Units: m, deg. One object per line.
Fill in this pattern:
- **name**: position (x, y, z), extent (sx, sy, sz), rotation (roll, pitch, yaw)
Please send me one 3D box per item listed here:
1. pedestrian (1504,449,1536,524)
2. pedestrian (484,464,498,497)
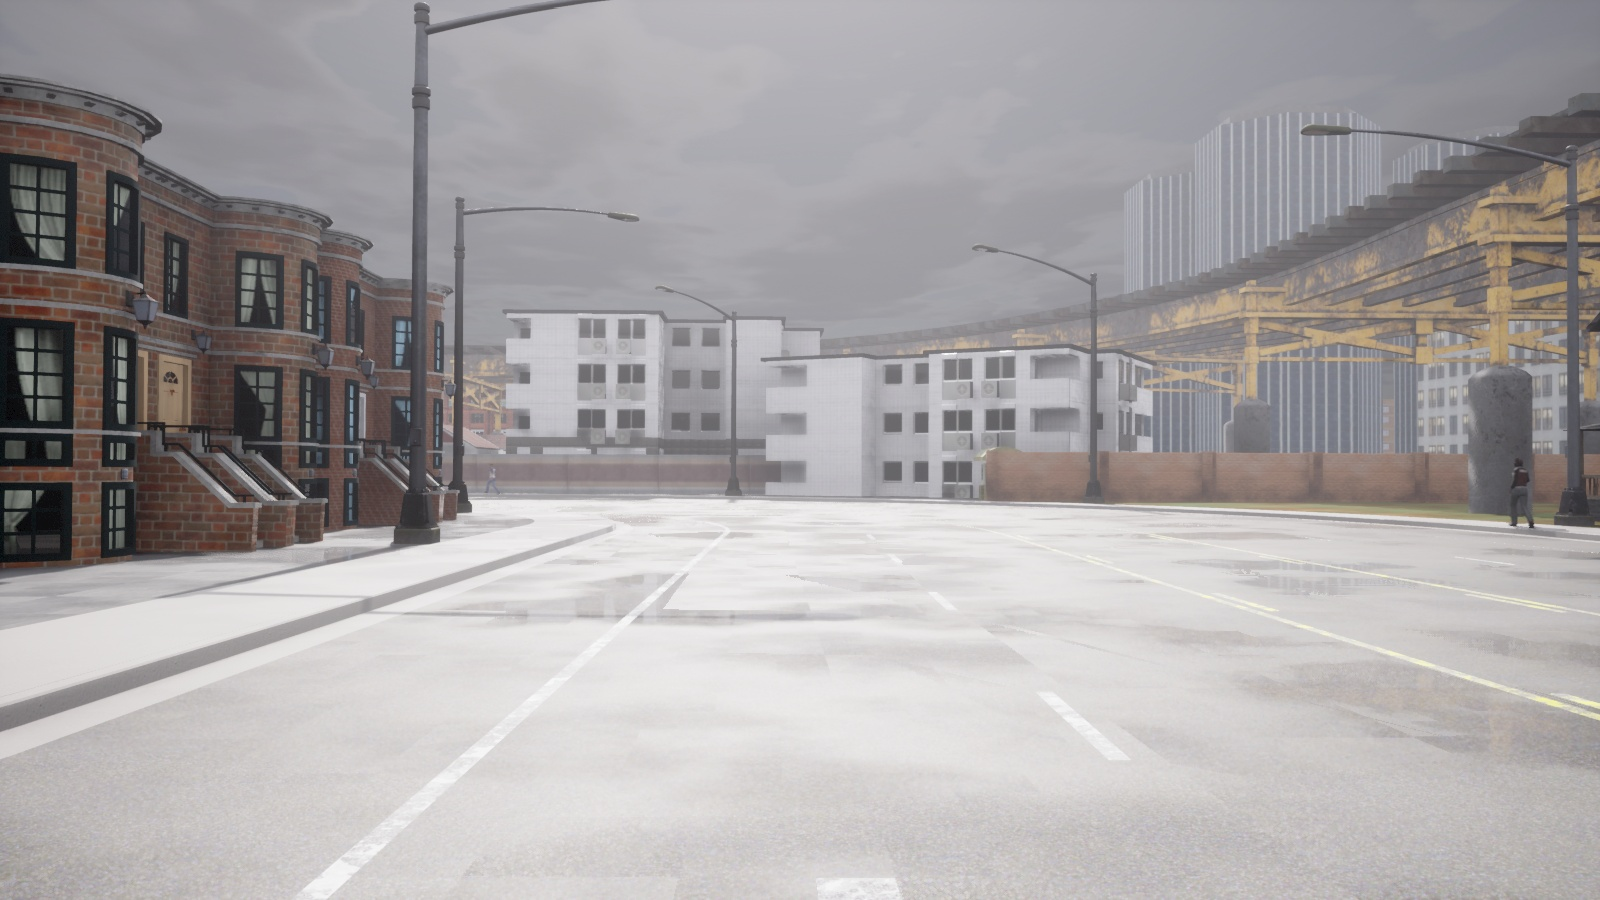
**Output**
- **pedestrian**: position (18.751, 0.943, 32.727), extent (0.402, 1.930, 0.666), rotation (0, -1, -3)
- **pedestrian**: position (-17.713, 1.746, 71.973), extent (0.706, 1.836, 0.354), rotation (0, -1, 8)
